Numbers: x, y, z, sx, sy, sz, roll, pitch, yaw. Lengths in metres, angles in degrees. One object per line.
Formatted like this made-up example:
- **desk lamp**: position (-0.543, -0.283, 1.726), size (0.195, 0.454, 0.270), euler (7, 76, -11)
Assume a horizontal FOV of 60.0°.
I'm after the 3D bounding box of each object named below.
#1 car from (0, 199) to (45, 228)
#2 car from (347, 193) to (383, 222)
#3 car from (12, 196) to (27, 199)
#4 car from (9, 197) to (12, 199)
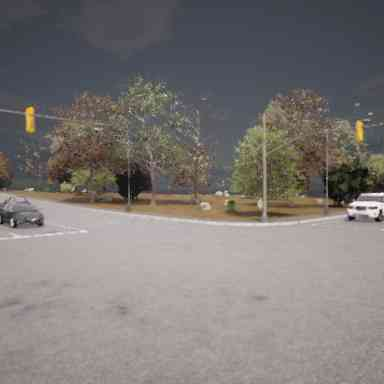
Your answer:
- **car**: position (-11.445, 1.477, 22.247), size (1.837, 1.490, 4.892), euler (0, 1, -43)
- **car**: position (14.029, 1.127, 25.834), size (5.566, 2.045, 2.150), euler (0, 0, -45)
- **car**: position (-18.618, 1.144, 35.462), size (1.812, 1.442, 4.674), euler (0, 2, -43)
- **car**: position (-17.856, 1.285, 29.174), size (2.128, 1.511, 4.902), euler (0, 2, -43)
